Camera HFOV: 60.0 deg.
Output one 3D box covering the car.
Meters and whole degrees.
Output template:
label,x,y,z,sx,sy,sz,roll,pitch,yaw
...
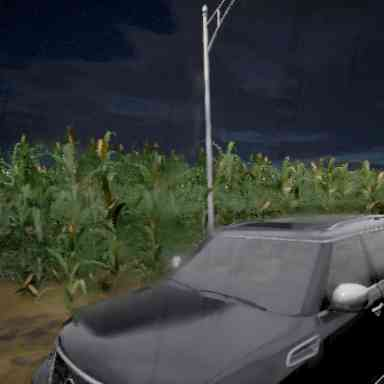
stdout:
label,x,y,z,sx,sy,sz,roll,pitch,yaw
car,1.165,1.352,4.006,5.566,2.045,2.150,0,-3,-41
